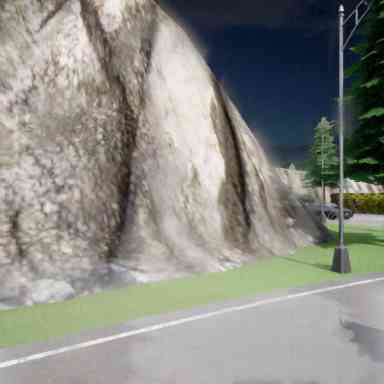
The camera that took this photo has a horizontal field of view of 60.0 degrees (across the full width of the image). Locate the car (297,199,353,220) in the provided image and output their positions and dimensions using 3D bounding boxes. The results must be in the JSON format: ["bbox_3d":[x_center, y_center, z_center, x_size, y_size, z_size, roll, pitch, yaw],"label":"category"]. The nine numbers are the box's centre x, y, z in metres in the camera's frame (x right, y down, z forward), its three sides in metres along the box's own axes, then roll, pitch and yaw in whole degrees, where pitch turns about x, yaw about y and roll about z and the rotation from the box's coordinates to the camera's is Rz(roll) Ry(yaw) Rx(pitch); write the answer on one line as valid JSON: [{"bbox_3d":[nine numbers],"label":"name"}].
[{"bbox_3d":[11.298,1.564,27.960,1.994,1.385,4.181,0,0,-27],"label":"car"}]

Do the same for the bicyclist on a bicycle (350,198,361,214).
[{"bbox_3d":[16.381,1.453,33.343,1.656,1.620,0.582,0,0,-28],"label":"bicyclist on a bicycle"}]

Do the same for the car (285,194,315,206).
[{"bbox_3d":[18.185,1.327,55.682,5.566,2.045,2.150,0,0,-31],"label":"car"}]
